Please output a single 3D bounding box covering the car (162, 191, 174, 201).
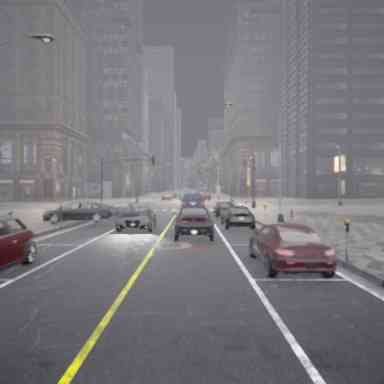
[{"bbox_3d":[-5.531,1.146,71.316,1.887,1.381,4.507,0,0,0],"label":"car"}]

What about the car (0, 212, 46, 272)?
[{"bbox_3d":[-5.764,1.416,8.621,1.967,1.590,4.097,0,0,0],"label":"car"}]

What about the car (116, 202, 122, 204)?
[{"bbox_3d":[-5.772,1.476,27.950,1.802,1.307,4.206,0,0,0],"label":"car"}]

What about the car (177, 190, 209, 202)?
[{"bbox_3d":[0.087,1.109,29.454,2.150,2.045,5.566,0,0,0],"label":"car"}]

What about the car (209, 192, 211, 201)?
[{"bbox_3d":[2.995,0.917,71.266,2.192,1.841,5.009,0,0,0],"label":"car"}]

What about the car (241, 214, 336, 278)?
[{"bbox_3d":[2.761,1.555,9.781,1.802,1.307,4.206,0,0,0],"label":"car"}]

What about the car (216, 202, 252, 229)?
[{"bbox_3d":[2.757,1.496,20.583,1.947,1.339,4.313,0,0,0],"label":"car"}]

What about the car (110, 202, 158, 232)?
[{"bbox_3d":[-3.100,1.499,19.332,1.994,1.385,4.181,0,0,0],"label":"car"}]

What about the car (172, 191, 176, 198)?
[{"bbox_3d":[-5.499,1.108,76.856,2.008,1.369,4.403,0,0,0],"label":"car"}]

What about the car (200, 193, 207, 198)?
[{"bbox_3d":[3.128,0.933,93.600,1.752,1.417,4.829,1,1,0],"label":"car"}]

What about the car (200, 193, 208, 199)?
[{"bbox_3d":[3.094,1.028,87.889,1.947,1.339,4.313,1,1,0],"label":"car"}]

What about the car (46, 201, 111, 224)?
[{"bbox_3d":[-7.507,1.311,22.024,4.403,1.369,2.008,-1,1,-9],"label":"car"}]

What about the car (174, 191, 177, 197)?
[{"bbox_3d":[-5.465,1.056,82.396,1.887,1.381,4.507,0,0,0],"label":"car"}]

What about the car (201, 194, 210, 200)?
[{"bbox_3d":[3.027,1.102,76.807,1.887,1.381,4.507,0,0,0],"label":"car"}]

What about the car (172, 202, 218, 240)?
[{"bbox_3d":[0.092,1.452,16.642,1.837,1.490,4.892,0,0,0],"label":"car"}]
